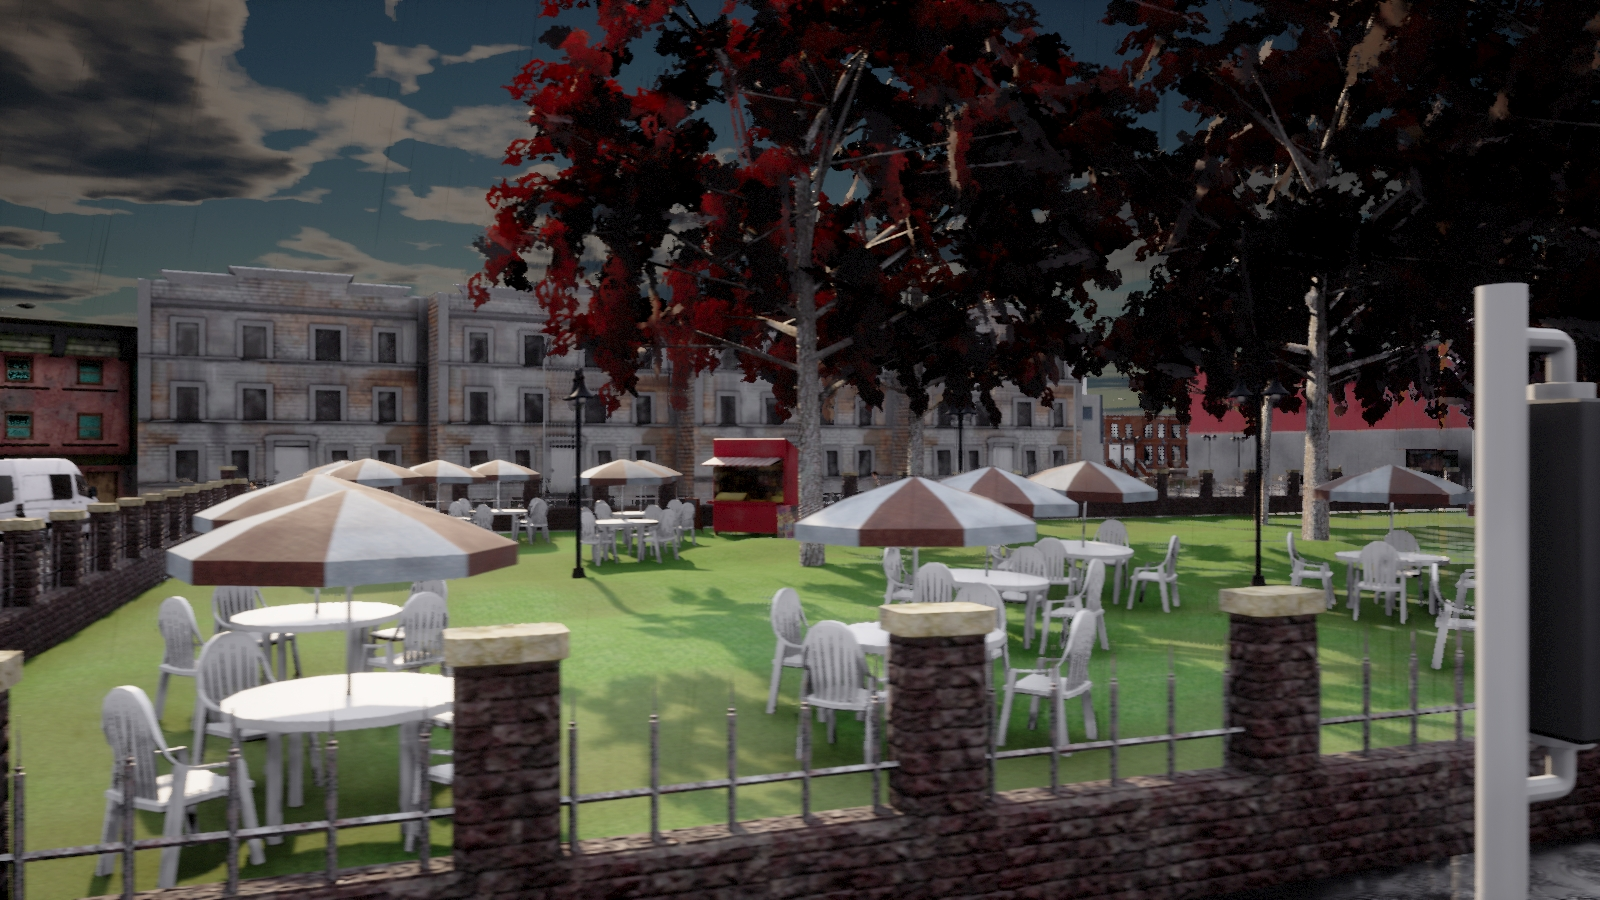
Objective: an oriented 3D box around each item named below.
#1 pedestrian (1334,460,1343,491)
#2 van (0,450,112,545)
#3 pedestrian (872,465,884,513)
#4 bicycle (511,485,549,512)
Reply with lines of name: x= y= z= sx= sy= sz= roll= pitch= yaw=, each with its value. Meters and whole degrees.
pedestrian: x=32.234 y=1.525 z=68.390 sx=0.375 sy=1.860 sz=0.375 roll=0 pitch=0 yaw=-20
van: x=-22.815 y=1.316 z=34.014 sx=1.988 sy=2.561 sz=5.915 roll=-1 pitch=0 yaw=-11
pedestrian: x=3.074 y=1.523 z=44.987 sx=0.375 sy=1.860 sz=0.375 roll=0 pitch=0 yaw=-8
bicycle: x=-11.312 y=2.036 z=47.850 sx=1.487 sy=1.080 sz=0.859 roll=0 pitch=0 yaw=-20
